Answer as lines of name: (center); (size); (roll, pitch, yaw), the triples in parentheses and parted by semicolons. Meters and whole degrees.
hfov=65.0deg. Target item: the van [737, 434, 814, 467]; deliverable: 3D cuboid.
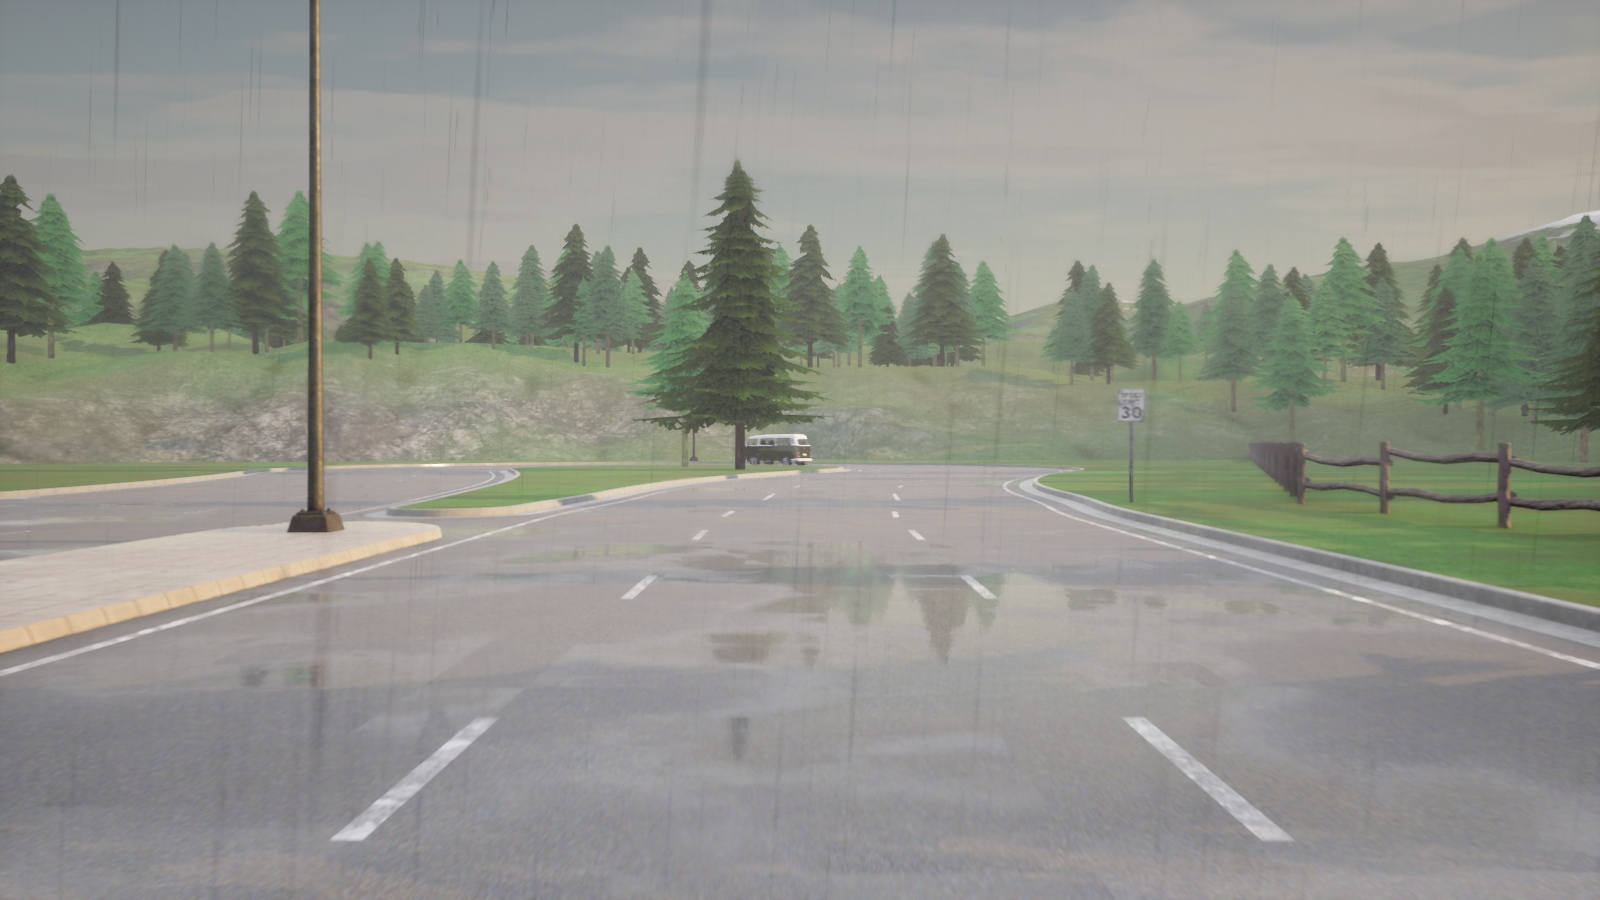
van: (-1.562, 0.024, 78.838); (4.480, 2.038, 2.069); (0, 0, 34)
